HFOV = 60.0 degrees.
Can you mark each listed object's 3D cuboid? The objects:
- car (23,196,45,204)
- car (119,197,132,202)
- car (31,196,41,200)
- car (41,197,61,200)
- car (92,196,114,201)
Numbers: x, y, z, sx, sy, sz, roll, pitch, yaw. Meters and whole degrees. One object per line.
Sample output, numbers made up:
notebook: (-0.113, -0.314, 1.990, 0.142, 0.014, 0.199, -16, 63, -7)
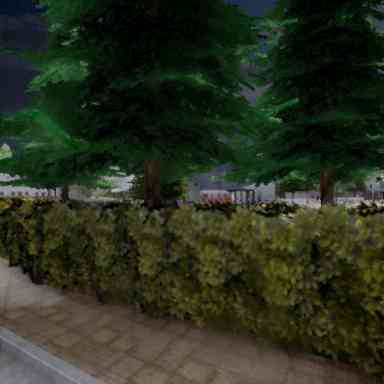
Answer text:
car: (-39.699, 1.982, 83.445, 4.605, 1.855, 1.932, 0, -1, -37)
car: (-10.953, 1.922, 61.885, 3.806, 1.475, 1.970, 0, -1, -37)
car: (-32.847, 2.060, 73.016, 4.514, 1.523, 2.007, 0, -1, -37)
car: (-26.926, 1.983, 64.966, 3.633, 1.501, 1.845, 0, -1, -37)
car: (-23.868, 1.996, 91.283, 5.027, 1.636, 2.152, 0, -1, -37)
